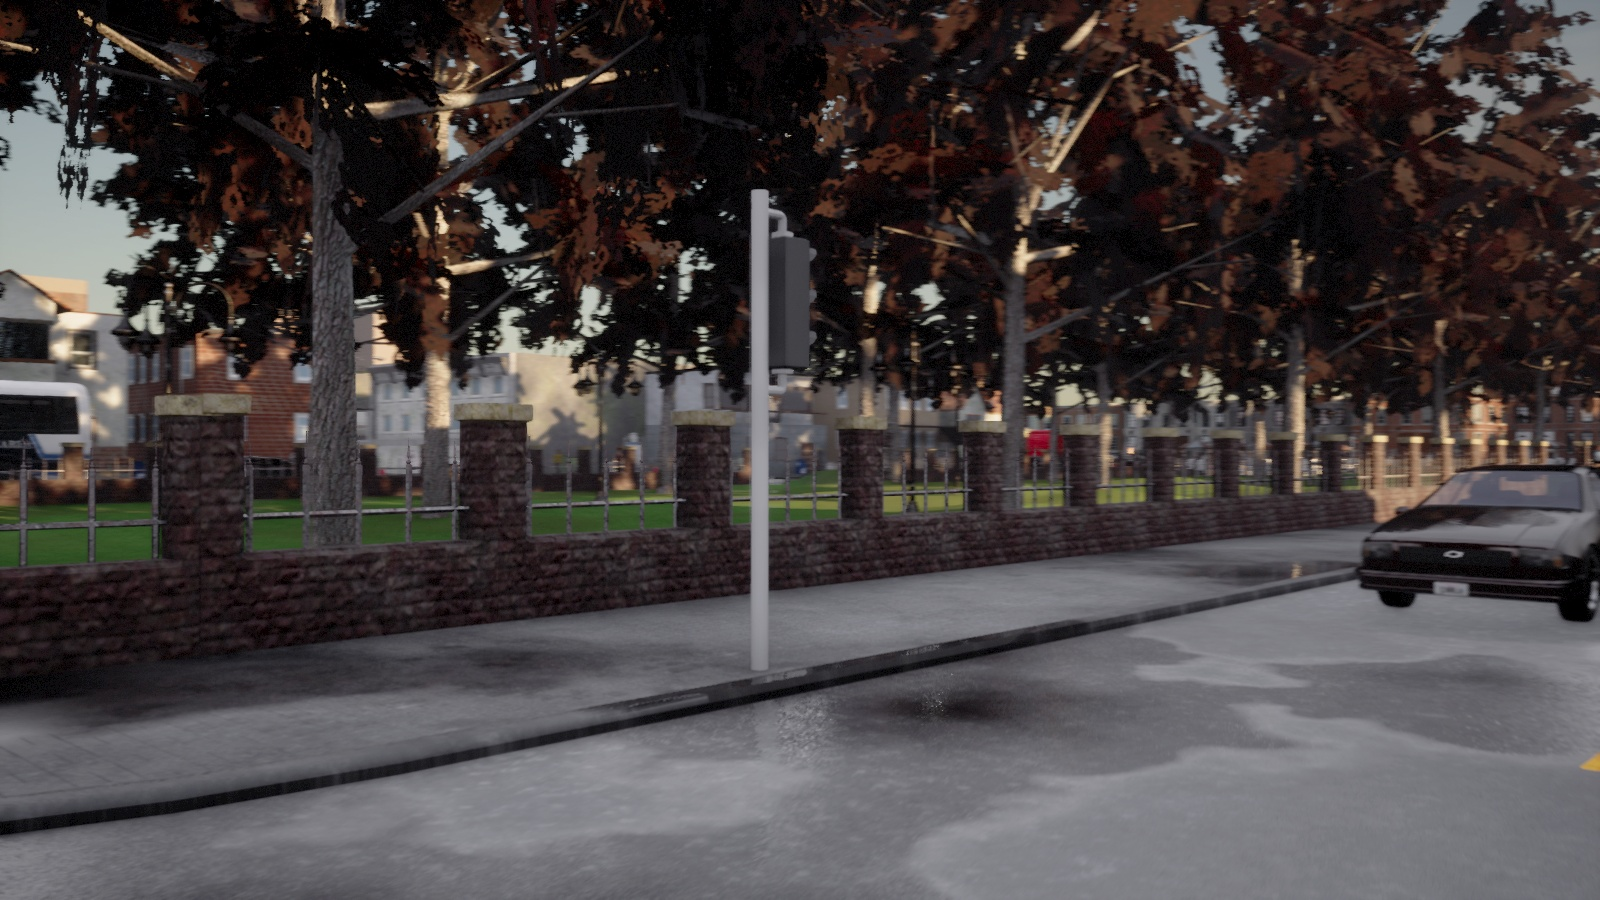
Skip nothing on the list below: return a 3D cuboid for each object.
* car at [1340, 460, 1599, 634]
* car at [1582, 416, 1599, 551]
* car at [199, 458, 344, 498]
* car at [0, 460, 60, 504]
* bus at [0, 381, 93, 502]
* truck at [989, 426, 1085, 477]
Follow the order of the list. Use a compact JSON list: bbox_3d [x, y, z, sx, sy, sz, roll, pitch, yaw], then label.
[{"bbox_3d":[7.665,0.825,13.044,2.033,1.411,5.357,0,0,44],"label":"car"},{"bbox_3d":[14.693,0.505,20.567,2.150,2.045,5.566,0,0,43],"label":"car"},{"bbox_3d":[-20.572,1.059,49.053,1.837,1.490,4.892,0,0,41],"label":"car"},{"bbox_3d":[-27.451,1.072,41.665,1.812,1.442,4.674,0,0,40],"label":"car"},{"bbox_3d":[-31.019,-0.306,43.886,3.944,4.253,10.273,0,0,43],"label":"bus"},{"bbox_3d":[16.899,0.116,89.185,2.891,3.462,7.936,0,0,43],"label":"truck"}]
